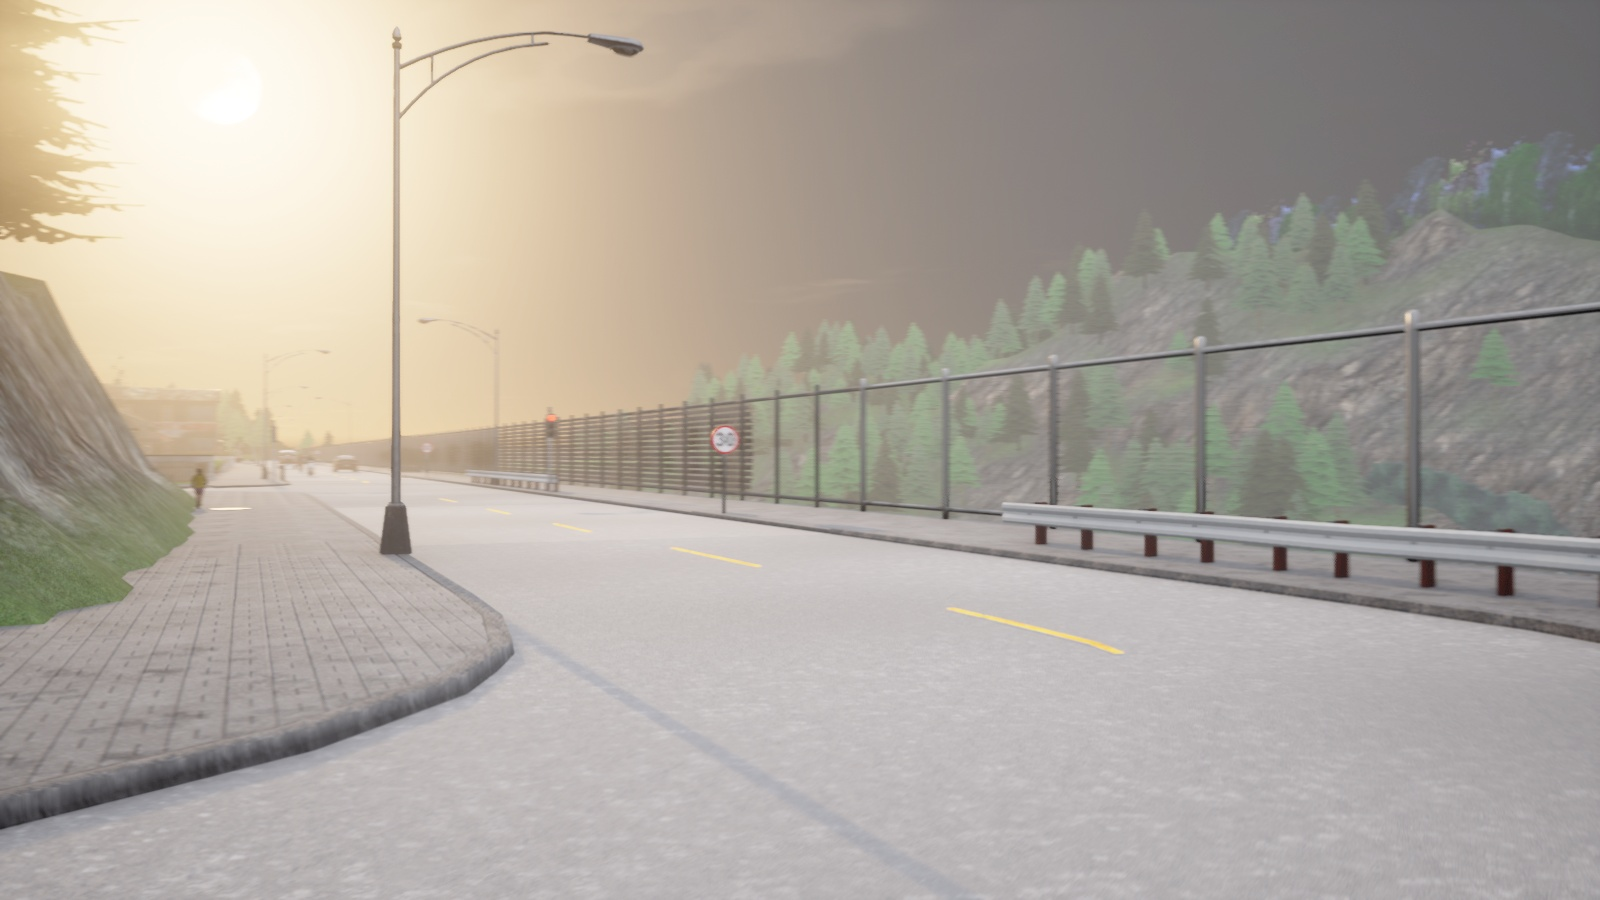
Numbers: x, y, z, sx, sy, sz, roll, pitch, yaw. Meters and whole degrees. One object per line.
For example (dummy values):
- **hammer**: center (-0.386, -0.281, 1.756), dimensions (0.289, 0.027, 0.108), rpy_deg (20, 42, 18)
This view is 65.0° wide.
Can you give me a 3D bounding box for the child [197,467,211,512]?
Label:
- **child**: center (-15.586, 1.040, 32.848), dimensions (0.299, 1.160, 0.473), rpy_deg (0, 0, -24)
